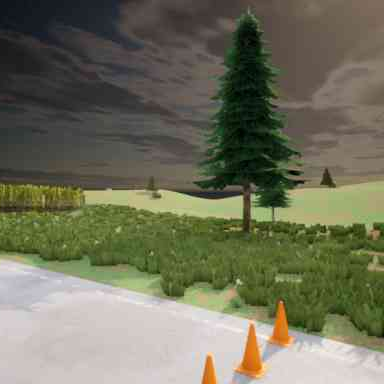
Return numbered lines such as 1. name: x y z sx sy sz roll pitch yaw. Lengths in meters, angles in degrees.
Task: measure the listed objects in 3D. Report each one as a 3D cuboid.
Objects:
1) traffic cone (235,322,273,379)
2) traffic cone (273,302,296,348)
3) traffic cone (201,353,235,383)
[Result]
1. traffic cone: 0.762 1.956 4.219 0.340 0.580 0.340 0 0 36
2. traffic cone: 1.347 1.956 5.030 0.340 0.580 0.340 0 0 36
3. traffic cone: 0.177 1.956 3.407 0.340 0.580 0.340 0 0 36
